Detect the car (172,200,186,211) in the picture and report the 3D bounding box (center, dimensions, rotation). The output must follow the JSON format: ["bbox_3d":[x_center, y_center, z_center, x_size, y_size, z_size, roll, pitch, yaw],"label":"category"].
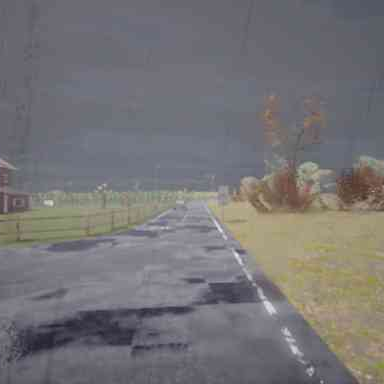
[{"bbox_3d":[-1.774,1.968,48.938,1.812,1.442,4.674,0,-1,1],"label":"car"}]
